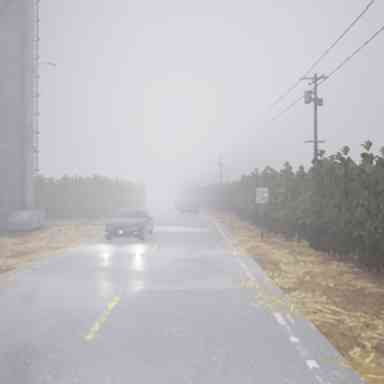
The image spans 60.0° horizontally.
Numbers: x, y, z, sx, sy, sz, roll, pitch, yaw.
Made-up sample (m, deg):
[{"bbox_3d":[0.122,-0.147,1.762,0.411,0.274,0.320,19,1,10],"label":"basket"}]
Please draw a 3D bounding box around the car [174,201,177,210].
[{"bbox_3d":[-1.545,1.793,49.119,1.837,1.490,4.892,0,0,-8],"label":"car"}]

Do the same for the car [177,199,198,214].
[{"bbox_3d":[-0.423,1.794,39.151,1.994,1.385,4.181,0,0,-5],"label":"car"}]

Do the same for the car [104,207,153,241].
[{"bbox_3d":[-3.179,1.610,17.521,1.837,1.490,4.892,0,-1,1],"label":"car"}]
